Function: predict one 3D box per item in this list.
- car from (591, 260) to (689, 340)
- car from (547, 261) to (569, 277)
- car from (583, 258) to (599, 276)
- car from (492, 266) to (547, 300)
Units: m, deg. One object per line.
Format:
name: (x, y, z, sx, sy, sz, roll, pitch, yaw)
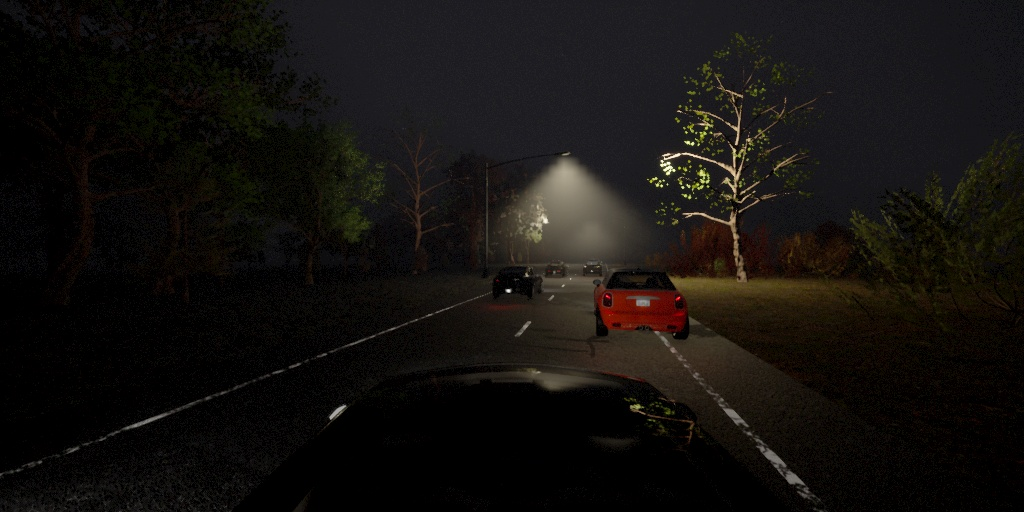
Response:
car: (3.457, 1.103, 10.325, 2.097, 1.767, 4.553, 0, 0, 12)
car: (4.487, 1.259, 35.678, 1.837, 1.490, 4.892, 0, -1, 14)
car: (8.249, 1.247, 36.568, 2.128, 1.511, 4.902, 0, 0, 14)
car: (0.381, 1.256, 17.892, 1.837, 1.490, 4.892, 0, 0, 12)
